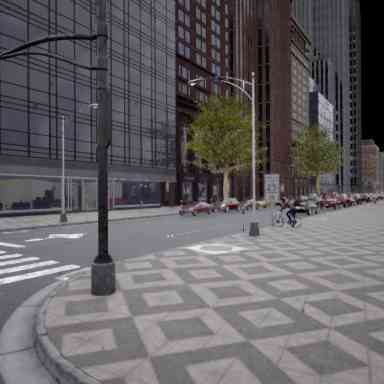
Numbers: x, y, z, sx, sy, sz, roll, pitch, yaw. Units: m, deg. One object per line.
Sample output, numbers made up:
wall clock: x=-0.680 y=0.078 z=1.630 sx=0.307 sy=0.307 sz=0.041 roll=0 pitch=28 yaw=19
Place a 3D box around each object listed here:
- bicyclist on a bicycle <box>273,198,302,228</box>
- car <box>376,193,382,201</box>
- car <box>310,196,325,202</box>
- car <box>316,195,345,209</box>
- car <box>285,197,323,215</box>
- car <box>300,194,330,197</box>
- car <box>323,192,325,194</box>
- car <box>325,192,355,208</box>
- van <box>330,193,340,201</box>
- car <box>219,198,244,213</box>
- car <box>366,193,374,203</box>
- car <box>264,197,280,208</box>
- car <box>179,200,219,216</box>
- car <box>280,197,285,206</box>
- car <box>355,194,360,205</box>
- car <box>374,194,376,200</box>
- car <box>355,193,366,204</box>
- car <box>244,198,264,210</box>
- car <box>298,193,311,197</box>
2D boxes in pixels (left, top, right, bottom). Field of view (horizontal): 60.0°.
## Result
bicyclist on a bicycle: x=5.240 y=1.177 z=18.414 sx=1.656 sy=1.620 sz=0.582 roll=-1 pitch=0 yaw=35
car: x=42.625 y=1.360 z=77.988 sx=1.802 sy=1.307 sz=4.206 roll=-1 pitch=0 yaw=35
car: x=26.021 y=1.419 z=68.892 sx=1.947 sy=1.339 sz=4.313 roll=0 pitch=0 yaw=35
car: x=17.059 y=1.378 z=40.823 sx=1.887 sy=1.381 sz=4.507 roll=0 pitch=0 yaw=35
car: x=10.668 y=1.425 z=31.531 sx=1.947 sy=1.339 sz=4.313 roll=0 pitch=0 yaw=35
car: x=16.489 y=1.340 z=44.529 sx=2.128 sy=1.511 sz=4.902 roll=-1 pitch=0 yaw=35
car: x=22.175 y=1.053 z=52.796 sx=2.150 sy=2.045 sz=5.566 roll=-1 pitch=0 yaw=35
car: x=20.254 y=1.137 z=45.470 sx=2.192 sy=1.841 sz=5.009 roll=0 pitch=0 yaw=35
van: x=35.607 y=1.187 z=82.831 sx=1.690 sy=1.788 sz=3.998 roll=-1 pitch=0 yaw=35
car: x=3.646 y=1.367 z=36.366 sx=1.967 sy=1.590 sz=4.097 roll=0 pitch=0 yaw=35
car: x=33.038 y=1.101 z=64.053 sx=2.192 sy=1.841 sz=5.009 roll=0 pitch=0 yaw=35
car: x=9.943 y=1.427 z=45.519 sx=1.752 sy=1.417 sz=4.829 roll=0 pitch=0 yaw=35
car: x=0.452 y=1.525 z=31.720 sx=1.802 sy=1.307 sz=4.206 roll=0 pitch=0 yaw=35
car: x=13.236 y=1.456 z=50.306 sx=1.947 sy=1.339 sz=4.313 roll=0 pitch=0 yaw=35
car: x=23.451 y=1.379 z=50.114 sx=1.947 sy=1.339 sz=4.313 roll=0 pitch=0 yaw=35
car: x=36.330 y=1.304 z=68.837 sx=1.752 sy=1.417 sz=4.829 roll=-1 pitch=0 yaw=35
car: x=26.646 y=1.119 z=54.760 sx=2.192 sy=1.841 sz=5.009 roll=0 pitch=0 yaw=35
car: x=6.844 y=1.495 z=41.013 sx=1.802 sy=1.307 sz=4.206 roll=0 pitch=0 yaw=35
car: x=19.628 y=1.416 z=59.599 sx=1.887 sy=1.381 sz=4.507 roll=0 pitch=0 yaw=35
